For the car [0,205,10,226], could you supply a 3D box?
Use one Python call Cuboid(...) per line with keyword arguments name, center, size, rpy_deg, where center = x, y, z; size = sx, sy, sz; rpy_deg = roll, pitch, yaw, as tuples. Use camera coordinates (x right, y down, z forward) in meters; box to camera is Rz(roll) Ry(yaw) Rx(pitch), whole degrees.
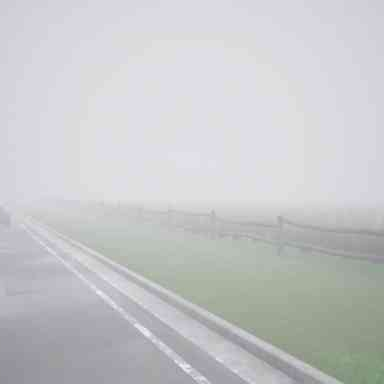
Cuboid(name="car", center=(-13.508, 1.563, 22.496), size=(1.994, 1.385, 4.181), rpy_deg=(0, 0, -32))
